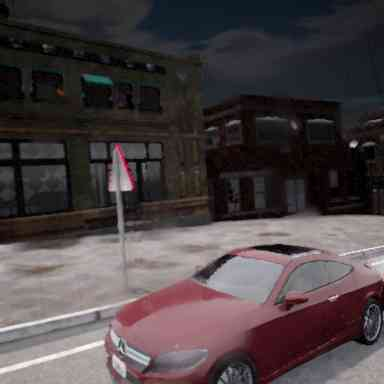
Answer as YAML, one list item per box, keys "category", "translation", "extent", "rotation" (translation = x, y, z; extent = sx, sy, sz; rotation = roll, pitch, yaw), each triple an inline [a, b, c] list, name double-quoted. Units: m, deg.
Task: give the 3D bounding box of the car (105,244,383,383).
- category: "car"
  translation: [1.103, 1.557, 4.864]
  extent: [4.674, 1.442, 1.812]
  rotation: [0, -1, -37]
